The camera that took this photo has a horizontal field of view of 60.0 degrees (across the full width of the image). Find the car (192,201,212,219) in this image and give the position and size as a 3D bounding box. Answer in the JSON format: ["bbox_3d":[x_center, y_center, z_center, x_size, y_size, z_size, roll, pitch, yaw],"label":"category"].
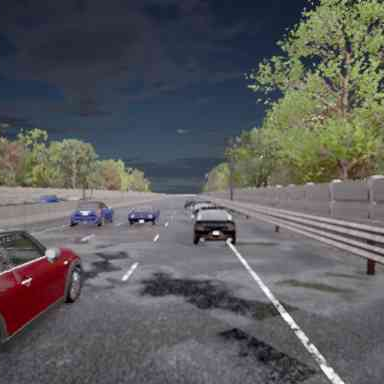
[{"bbox_3d":[0.925,1.689,32.204,1.812,1.442,4.674,0,0,0],"label":"car"}]

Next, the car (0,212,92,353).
[{"bbox_3d":[-3.419,1.379,5.411,2.097,1.767,4.553,0,0,0],"label":"car"}]

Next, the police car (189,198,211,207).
[{"bbox_3d":[0.948,1.558,26.314,1.930,1.638,5.238,0,0,0],"label":"police car"}]

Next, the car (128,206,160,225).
[{"bbox_3d":[-3.498,1.728,25.198,1.895,1.301,4.718,0,0,0],"label":"car"}]

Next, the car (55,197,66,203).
[{"bbox_3d":[-21.283,1.898,57.221,1.895,1.301,4.718,0,0,0],"label":"car"}]

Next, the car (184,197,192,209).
[{"bbox_3d":[-0.200,1.768,51.073,1.837,1.490,4.892,0,0,0],"label":"car"}]

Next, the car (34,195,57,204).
[{"bbox_3d":[-24.780,1.515,56.871,2.150,2.045,5.566,0,0,0],"label":"car"}]

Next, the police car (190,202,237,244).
[{"bbox_3d":[0.987,1.508,16.313,1.930,1.638,5.238,0,0,0],"label":"police car"}]

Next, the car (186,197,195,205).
[{"bbox_3d":[-0.262,1.854,66.820,1.837,1.490,4.892,0,0,0],"label":"car"}]

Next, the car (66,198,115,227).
[{"bbox_3d":[-6.994,1.473,23.895,2.097,1.767,4.553,0,0,0],"label":"car"}]

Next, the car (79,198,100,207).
[{"bbox_3d":[-17.792,1.794,58.189,2.128,1.511,4.902,0,0,0],"label":"car"}]
